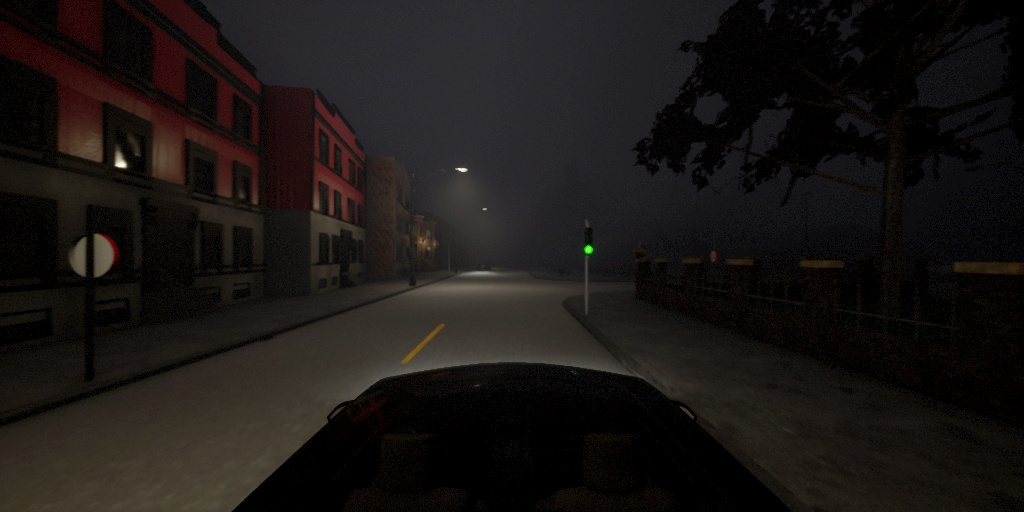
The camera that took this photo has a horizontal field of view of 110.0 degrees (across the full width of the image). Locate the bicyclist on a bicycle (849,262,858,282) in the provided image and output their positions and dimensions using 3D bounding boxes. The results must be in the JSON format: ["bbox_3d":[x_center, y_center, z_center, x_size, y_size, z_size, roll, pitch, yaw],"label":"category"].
[{"bbox_3d":[17.852,1.140,18.358,0.582,1.620,1.656,0,0,0],"label":"bicyclist on a bicycle"}]

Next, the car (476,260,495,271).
[{"bbox_3d":[-4.030,1.361,51.702,2.128,1.511,4.902,0,0,1],"label":"car"}]

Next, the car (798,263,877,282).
[{"bbox_3d":[24.205,1.289,26.736,5.008,1.535,1.882,0,0,0],"label":"car"}]
